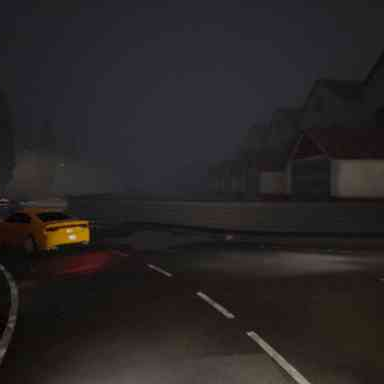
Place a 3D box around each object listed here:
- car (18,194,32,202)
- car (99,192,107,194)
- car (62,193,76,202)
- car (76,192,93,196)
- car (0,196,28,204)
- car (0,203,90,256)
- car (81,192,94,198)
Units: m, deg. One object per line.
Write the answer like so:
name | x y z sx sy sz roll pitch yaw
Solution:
car | -30.470 1.155 59.971 1.837 1.490 4.892 -1 1 -5
car | -20.344 0.597 76.313 1.994 1.385 4.181 -1 1 -5
car | -22.444 0.964 61.154 1.882 1.535 5.008 -1 1 -5
car | -18.905 0.993 59.770 1.812 1.442 4.674 -1 1 -5
car | -15.888 1.341 28.505 1.812 1.442 4.674 -1 1 -13
car | -5.993 1.382 12.784 5.008 1.535 1.882 0 1 38
car | -23.831 0.636 76.011 1.994 1.385 4.181 -1 1 -5
